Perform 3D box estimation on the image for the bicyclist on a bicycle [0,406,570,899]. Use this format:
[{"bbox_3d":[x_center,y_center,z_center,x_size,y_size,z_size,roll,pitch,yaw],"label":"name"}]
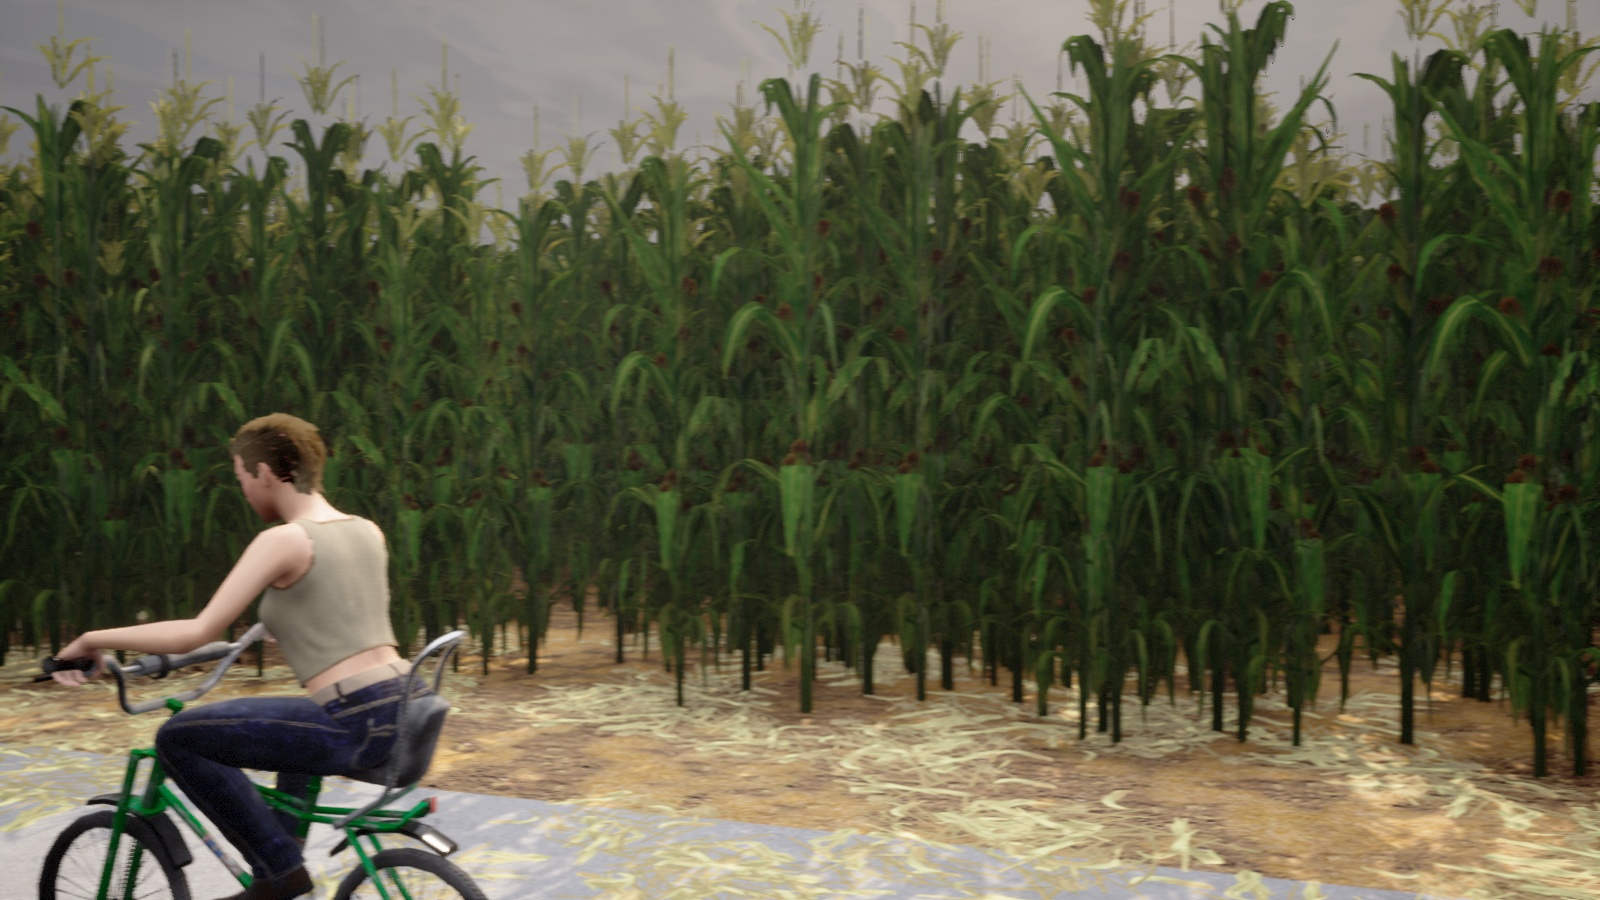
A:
[{"bbox_3d":[-1.489,0.700,3.279,1.509,1.612,0.866,1,1,18],"label":"bicyclist on a bicycle"}]
